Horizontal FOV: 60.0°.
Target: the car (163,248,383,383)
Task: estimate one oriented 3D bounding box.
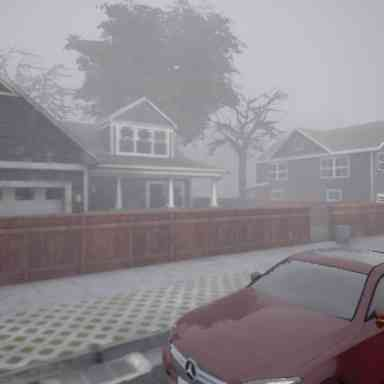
[{"bbox_3d":[1.874,1.533,4.314,4.674,1.442,1.812,0,0,-35],"label":"car"}]
